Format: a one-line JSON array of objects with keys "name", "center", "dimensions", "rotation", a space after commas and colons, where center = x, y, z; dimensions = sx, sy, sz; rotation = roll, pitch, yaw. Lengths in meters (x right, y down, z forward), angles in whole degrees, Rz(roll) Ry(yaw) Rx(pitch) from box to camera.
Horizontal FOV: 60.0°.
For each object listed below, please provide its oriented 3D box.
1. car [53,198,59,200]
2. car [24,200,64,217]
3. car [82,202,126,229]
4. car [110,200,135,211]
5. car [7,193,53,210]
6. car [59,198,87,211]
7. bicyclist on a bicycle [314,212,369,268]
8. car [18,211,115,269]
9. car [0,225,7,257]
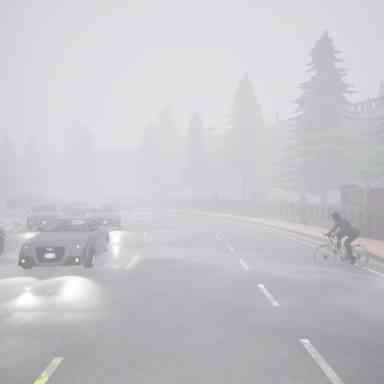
[{"name": "car", "center": [-18.035, 1.506, 44.855], "dimensions": [4.674, 1.442, 1.812], "rotation": [0, 0, 23]}, {"name": "car", "center": [-9.340, 1.496, 21.162], "dimensions": [1.837, 1.490, 4.892], "rotation": [0, 0, -23]}, {"name": "car", "center": [-5.619, 1.555, 20.824], "dimensions": [1.994, 1.385, 4.181], "rotation": [0, 0, -20]}, {"name": "car", "center": [-8.718, 1.584, 38.467], "dimensions": [4.718, 1.301, 1.895], "rotation": [0, 0, 44]}, {"name": "car", "center": [-20.911, 1.203, 42.319], "dimensions": [5.566, 2.045, 2.150], "rotation": [0, 0, 22]}, {"name": "car", "center": [-10.103, 1.492, 29.650], "dimensions": [1.837, 1.490, 4.892], "rotation": [0, 0, -35]}, {"name": "bicyclist on a bicycle", "center": [4.383, 1.427, 9.750], "dimensions": [1.656, 1.620, 0.582], "rotation": [0, 0, -1]}, {"name": "car", "center": [-4.014, 1.559, 11.057], "dimensions": [1.994, 1.385, 4.181], "rotation": [0, 0, -4]}, {"name": "car", "center": [-7.412, 1.521, 10.065], "dimensions": [1.812, 1.442, 4.674], "rotation": [0, 0, -3]}]
